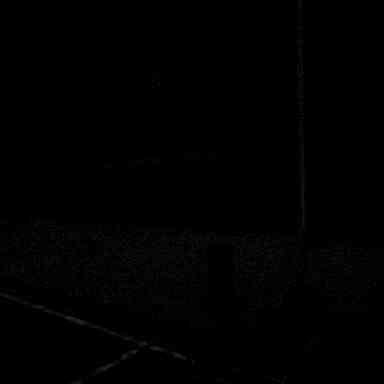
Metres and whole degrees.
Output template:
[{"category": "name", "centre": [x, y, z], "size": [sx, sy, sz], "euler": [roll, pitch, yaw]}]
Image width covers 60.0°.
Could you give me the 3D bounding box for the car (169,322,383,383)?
[{"category": "car", "centre": [1.587, 1.436, 1.829], "size": [4.097, 1.590, 1.967], "euler": [-1, 0, 36]}]
